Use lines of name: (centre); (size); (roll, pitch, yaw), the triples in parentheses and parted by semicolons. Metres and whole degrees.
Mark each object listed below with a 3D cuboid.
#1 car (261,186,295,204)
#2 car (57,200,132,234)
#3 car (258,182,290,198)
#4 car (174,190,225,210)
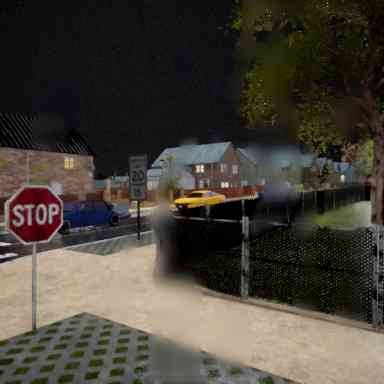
car: (8.507, 0.400, 30.947); (1.994, 1.385, 4.181); (-1, 2, 36)
car: (-5.453, 1.113, 16.628); (2.033, 1.411, 5.357); (-1, 2, 35)
car: (9.387, -0.114, 37.172); (2.150, 2.045, 5.566); (-1, 2, 36)
car: (0.653, 0.666, 25.111); (1.882, 1.535, 5.008); (-1, 2, 36)
